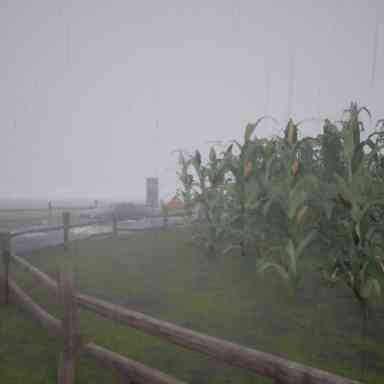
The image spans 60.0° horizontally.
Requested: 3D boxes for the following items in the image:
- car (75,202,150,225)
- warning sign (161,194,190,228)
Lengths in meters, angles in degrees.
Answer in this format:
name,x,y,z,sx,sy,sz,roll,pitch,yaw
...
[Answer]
name,x,y,z,sx,sy,sz,roll,pitch,yaw
car,-5.254,1.404,22.848,2.033,1.411,5.357,1,1,35
warning sign,-0.962,1.082,19.717,1.300,1.860,1.060,2,1,35
